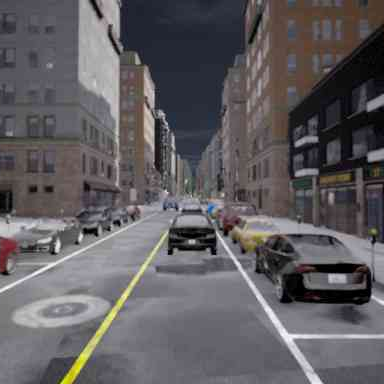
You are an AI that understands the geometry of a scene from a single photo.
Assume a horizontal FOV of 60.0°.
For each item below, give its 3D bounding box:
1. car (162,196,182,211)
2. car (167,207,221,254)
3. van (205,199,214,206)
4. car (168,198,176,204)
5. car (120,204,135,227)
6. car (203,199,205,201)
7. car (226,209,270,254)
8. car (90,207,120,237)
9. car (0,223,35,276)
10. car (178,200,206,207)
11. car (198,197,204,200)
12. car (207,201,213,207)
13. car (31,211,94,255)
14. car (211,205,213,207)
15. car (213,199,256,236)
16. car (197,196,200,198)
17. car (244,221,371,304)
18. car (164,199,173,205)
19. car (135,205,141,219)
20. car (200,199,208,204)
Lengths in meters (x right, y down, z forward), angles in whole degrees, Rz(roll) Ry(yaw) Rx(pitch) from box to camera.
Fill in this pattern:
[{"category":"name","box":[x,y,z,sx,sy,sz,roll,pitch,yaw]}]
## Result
[{"category":"car","box":[-3.035,1.723,48.499,2.150,2.045,5.566,0,-1,0]},{"category":"car","box":[0.016,1.626,14.248,1.882,1.535,5.008,0,0,0]},{"category":"van","box":[2.658,1.717,36.562,1.690,1.788,3.998,1,-1,0]},{"category":"car","box":[-5.443,2.473,91.053,2.008,1.369,4.403,1,-1,1]},{"category":"car","box":[-5.864,1.826,25.213,1.947,1.339,4.313,1,-1,0]},{"category":"car","box":[2.653,1.960,42.403,1.752,1.417,4.829,1,-1,0]},{"category":"car","box":[2.668,1.672,14.038,1.752,1.417,4.829,1,-1,0]},{"category":"car","box":[-5.861,1.768,19.540,1.947,1.339,4.313,1,-1,0]},{"category":"car","box":[-5.855,1.667,8.194,1.802,1.307,4.206,1,-1,0]},{"category":"car","box":[0.007,1.779,29.250,1.882,1.535,5.008,0,0,0]},{"category":"car","box":[2.947,2.377,79.895,1.947,1.339,4.313,1,-1,1]},{"category":"car","box":[2.659,1.846,31.057,1.752,1.417,4.829,1,-1,0]},{"category":"car","box":[-5.858,1.695,13.867,2.008,1.369,4.403,1,-1,0]},{"category":"car","box":[2.661,1.843,25.213,1.802,1.307,4.206,1,-1,0]},{"category":"car","box":[2.667,1.518,19.543,2.192,1.841,5.009,1,-1,0]},{"category":"car","box":[3.082,2.471,90.955,2.008,1.369,4.403,1,-1,1]},{"category":"car","box":[2.670,1.652,8.194,1.947,1.339,4.313,1,-1,0]},{"category":"car","box":[-5.578,2.394,79.995,1.802,1.307,4.206,1,-1,1]},{"category":"car","box":[-5.867,1.863,30.885,1.887,1.381,4.507,1,-1,0]},{"category":"car","box":[3.015,2.410,85.425,1.887,1.381,4.507,1,-1,1]}]
